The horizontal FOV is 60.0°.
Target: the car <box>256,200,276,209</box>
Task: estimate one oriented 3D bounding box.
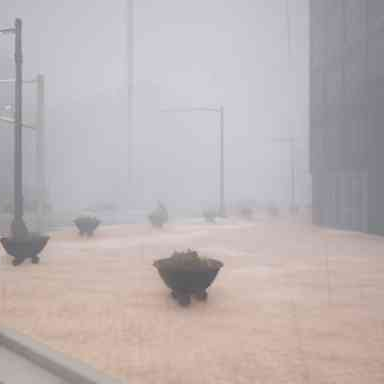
[{"bbox_3d":[12.621,2.135,55.268,2.128,1.511,4.902,0,-1,35],"label":"car"}]

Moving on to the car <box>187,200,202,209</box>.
[{"bbox_3d":[1.090,2.039,57.130,1.882,1.535,5.008,0,-1,35],"label":"car"}]

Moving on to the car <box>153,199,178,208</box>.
[{"bbox_3d":[-4.411,1.960,55.468,1.882,1.535,5.008,0,-1,36],"label":"car"}]

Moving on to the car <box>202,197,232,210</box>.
[{"bbox_3d":[4.012,1.967,49.037,1.882,1.535,5.008,0,-1,35],"label":"car"}]

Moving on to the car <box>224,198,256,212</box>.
[{"bbox_3d":[6.651,1.980,46.704,2.128,1.511,4.902,0,-1,36],"label":"car"}]

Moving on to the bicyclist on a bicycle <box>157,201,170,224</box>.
[{"bbox_3d":[-2.251,1.451,23.914,1.656,1.620,0.582,0,-1,35],"label":"bicyclist on a bicycle"}]

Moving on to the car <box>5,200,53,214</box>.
[{"bbox_3d":[-17.820,1.647,36.506,1.837,1.490,4.892,0,-1,35],"label":"car"}]

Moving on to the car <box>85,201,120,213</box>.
[{"bbox_3d":[-10.834,1.811,40.348,1.994,1.385,4.181,0,-1,35],"label":"car"}]
